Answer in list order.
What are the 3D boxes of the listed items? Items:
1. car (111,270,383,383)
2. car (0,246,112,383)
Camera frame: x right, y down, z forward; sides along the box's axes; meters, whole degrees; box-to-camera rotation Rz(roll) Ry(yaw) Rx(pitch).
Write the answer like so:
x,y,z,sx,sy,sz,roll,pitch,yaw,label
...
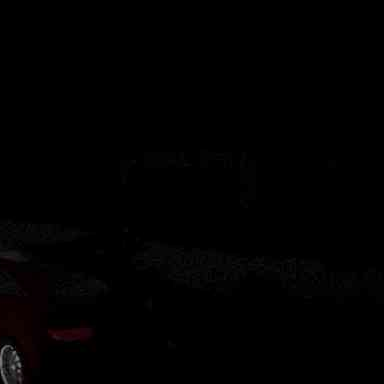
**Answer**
x,y,z,sx,sy,sz,roll,pitch,yaw,label
2.179,1.342,1.506,5.009,1.841,2.192,2,2,36,car
-2.344,1.455,4.793,4.206,1.307,1.802,2,2,36,car
